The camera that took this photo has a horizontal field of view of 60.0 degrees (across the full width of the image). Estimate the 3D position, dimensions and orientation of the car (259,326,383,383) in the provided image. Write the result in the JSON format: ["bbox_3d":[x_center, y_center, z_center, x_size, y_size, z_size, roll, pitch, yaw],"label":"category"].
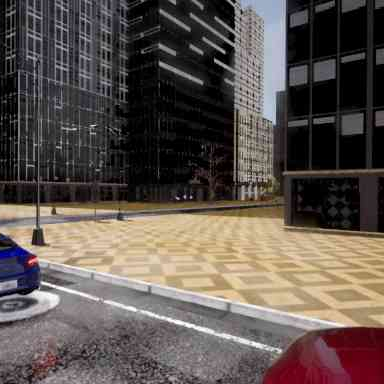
[{"bbox_3d":[2.419,1.564,1.950,4.181,1.385,1.994,0,0,35],"label":"car"}]

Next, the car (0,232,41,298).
[{"bbox_3d":[-5.179,1.523,7.384,4.674,1.442,1.812,0,0,36],"label":"car"}]
